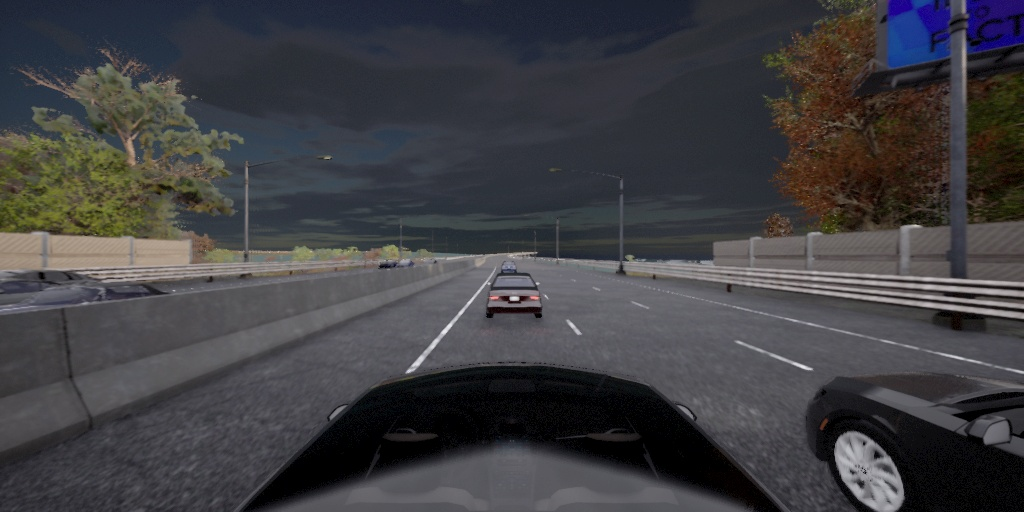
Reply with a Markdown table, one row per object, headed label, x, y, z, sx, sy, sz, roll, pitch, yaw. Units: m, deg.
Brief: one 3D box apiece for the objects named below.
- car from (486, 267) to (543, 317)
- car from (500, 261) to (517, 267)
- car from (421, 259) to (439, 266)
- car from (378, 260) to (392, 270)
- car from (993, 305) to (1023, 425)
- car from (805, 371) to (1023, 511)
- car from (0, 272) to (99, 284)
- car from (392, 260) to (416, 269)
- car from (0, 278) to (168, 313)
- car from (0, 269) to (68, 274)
| label | x | y | z | sx | sy | sz | roll | pitch | yaw |
| --- | --- | --- | --- | --- | --- | --- | --- | --- | --- |
| car | 0.052 | 1.295 | 13.018 | 2.033 | 1.411 | 5.357 | 0 | 0 | 0 |
| car | -0.384 | 1.278 | 42.046 | 2.033 | 1.411 | 5.357 | 0 | 0 | -1 |
| car | -11.260 | 1.230 | 49.510 | 1.837 | 1.490 | 4.892 | 0 | 0 | -1 |
| car | -18.363 | 1.323 | 53.672 | 1.895 | 1.301 | 4.718 | 0 | 0 | -1 |
| car | 7.091 | 1.313 | 2.449 | 1.994 | 1.385 | 4.181 | 0 | 0 | 0 |
| car | 3.594 | 1.254 | 1.257 | 1.837 | 1.490 | 4.892 | 0 | 0 | 0 |
| car | -14.131 | 1.315 | 9.662 | 1.994 | 1.385 | 4.181 | 0 | 0 | 0 |
| car | -14.776 | 1.252 | 50.147 | 1.812 | 1.442 | 4.674 | 0 | 0 | -1 |
| car | -10.624 | 1.352 | 8.861 | 1.895 | 1.301 | 4.718 | 0 | 0 | 0 |
| car | -17.649 | 1.256 | 12.694 | 1.837 | 1.490 | 4.892 | 0 | 0 | 0 |
